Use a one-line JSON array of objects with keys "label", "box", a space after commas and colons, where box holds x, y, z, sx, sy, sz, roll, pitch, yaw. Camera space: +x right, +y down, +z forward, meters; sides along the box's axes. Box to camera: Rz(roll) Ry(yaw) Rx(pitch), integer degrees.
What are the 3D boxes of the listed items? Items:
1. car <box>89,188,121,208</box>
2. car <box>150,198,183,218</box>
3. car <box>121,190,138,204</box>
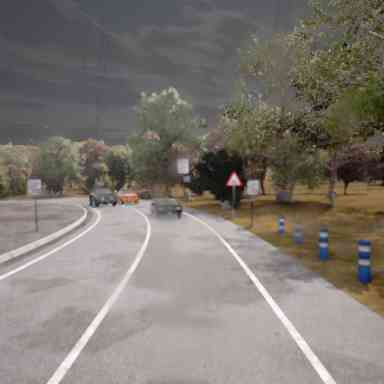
[{"label": "car", "box": [-9.980, 0.581, 36.971, 2.150, 2.045, 5.566, -3, 2, -26]}, {"label": "car", "box": [-2.056, 1.120, 25.109, 1.895, 1.301, 4.718, -2, 2, -13]}, {"label": "car", "box": [-8.325, 0.493, 41.023, 2.097, 1.767, 4.553, -4, 3, -28]}]
